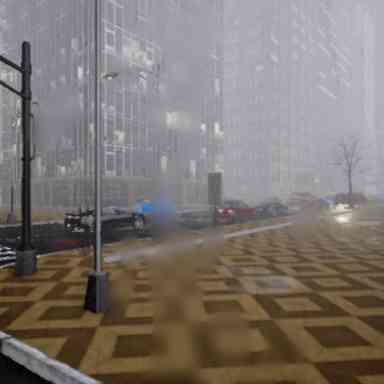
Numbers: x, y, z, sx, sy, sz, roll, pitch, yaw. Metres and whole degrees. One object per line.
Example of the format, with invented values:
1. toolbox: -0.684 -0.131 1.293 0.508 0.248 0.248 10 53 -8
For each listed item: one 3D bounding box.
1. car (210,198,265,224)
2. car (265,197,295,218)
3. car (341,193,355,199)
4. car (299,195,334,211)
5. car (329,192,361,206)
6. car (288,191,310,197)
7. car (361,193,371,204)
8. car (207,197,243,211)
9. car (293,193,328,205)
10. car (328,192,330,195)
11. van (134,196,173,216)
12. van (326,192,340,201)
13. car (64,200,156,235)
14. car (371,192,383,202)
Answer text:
1. car: 3.154 1.331 23.714 1.967 1.590 4.097 0 1 39
2. car: 6.726 1.413 28.142 1.947 1.339 4.313 0 1 39
3. car: 36.373 0.996 77.446 1.947 1.339 4.313 0 1 39
4. car: 13.906 1.341 36.967 1.802 1.307 4.206 0 1 39
5. car: 21.137 0.986 45.749 2.192 1.841 5.009 0 1 39
6. car: 15.350 0.924 47.686 2.150 2.045 5.566 0 0 39
7. car: 24.752 0.942 50.140 2.192 1.841 5.009 0 1 39
8. car: 3.826 1.370 37.923 1.887 1.381 4.507 0 1 39
9. car: 15.347 1.215 42.871 2.128 1.511 4.902 0 0 40
10. car: 21.682 1.123 50.639 1.882 1.535 5.008 0 0 40
11. van: -3.491 1.255 29.209 1.690 1.788 3.998 0 1 39
12. van: 29.142 0.858 68.659 1.690 1.788 3.998 0 1 39
13. car: -4.685 1.460 18.626 2.128 1.511 4.902 0 0 39
14. car: 32.092 1.063 59.058 1.752 1.417 4.829 0 1 39
